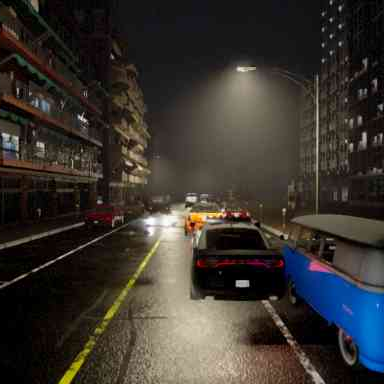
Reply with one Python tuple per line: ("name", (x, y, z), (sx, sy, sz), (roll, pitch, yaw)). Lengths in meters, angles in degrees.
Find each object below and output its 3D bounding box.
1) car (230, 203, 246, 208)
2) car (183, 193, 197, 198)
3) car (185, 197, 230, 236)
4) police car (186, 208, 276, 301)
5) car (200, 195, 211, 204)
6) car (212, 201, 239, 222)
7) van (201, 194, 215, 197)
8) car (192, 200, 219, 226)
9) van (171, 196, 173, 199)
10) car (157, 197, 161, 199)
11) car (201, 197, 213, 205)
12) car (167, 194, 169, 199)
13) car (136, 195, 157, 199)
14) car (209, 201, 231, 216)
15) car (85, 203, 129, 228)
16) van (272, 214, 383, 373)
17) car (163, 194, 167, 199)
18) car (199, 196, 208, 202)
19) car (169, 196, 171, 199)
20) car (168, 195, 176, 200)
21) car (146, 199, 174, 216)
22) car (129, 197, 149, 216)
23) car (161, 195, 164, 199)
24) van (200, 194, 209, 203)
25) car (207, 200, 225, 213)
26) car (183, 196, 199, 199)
("car", (2.682, 1.444, 21.972), (1.967, 1.590, 4.097), (0, 0, 0))
("car", (-0.004, 1.255, 57.888), (2.150, 2.045, 5.566), (0, 0, 0))
("car", (0.759, 1.355, 18.403), (2.097, 1.767, 4.553), (0, 0, 3))
("police car", (0.899, 1.425, 8.500), (1.930, 1.638, 5.238), (0, 0, 0))
("car", (2.678, 1.485, 66.185), (1.967, 1.590, 4.097), (0, 0, 0))
("car", (2.682, 1.533, 27.669), (1.752, 1.417, 4.829), (0, 0, 0))
("van", (2.679, 1.365, 49.606), (1.690, 1.788, 3.998), (0, 0, 0))
("car", (0.884, 1.462, 24.582), (1.801, 1.575, 5.366), (0, 0, 0))
("van", (-5.703, 1.395, 71.712), (1.690, 1.788, 3.998), (0, 0, 0))
("car", (-5.699, 1.569, 44.079), (2.008, 1.369, 4.403), (0, 0, 0))
("car", (2.680, 1.603, 60.659), (1.947, 1.339, 4.313), (0, 0, 0))
("car", (-5.700, 1.603, 60.658), (1.947, 1.339, 4.313), (0, 0, 0))
("car", (-5.701, 1.330, 38.552), (2.192, 1.841, 5.009), (0, 0, 0))
("car", (2.682, 1.593, 33.026), (1.802, 1.307, 4.206), (0, 0, 0))
("car", (-5.698, 1.549, 21.972), (1.887, 1.381, 4.507), (0, 0, 0))
("van", (2.683, 1.341, 5.392), (1.690, 1.788, 3.998), (0, 0, 0))
("car", (-5.701, 1.470, 55.131), (1.967, 1.590, 4.097), (0, 0, 0))
("car", (2.678, 1.588, 77.408), (1.752, 1.417, 4.829), (0, 0, 0))
("car", (-5.701, 1.590, 66.185), (1.887, 1.381, 4.507), (0, 0, 0))
("car", (-5.703, 1.658, 93.817), (1.947, 1.339, 4.313), (0, 0, 0))
("car", (-3.095, 1.611, 32.996), (1.895, 1.301, 4.718), (0, 0, 0))
("car", (-5.699, 1.536, 32.856), (1.752, 1.417, 4.829), (0, 0, 0))
("car", (-5.699, 1.575, 49.606), (2.008, 1.369, 4.403), (0, 0, 0))
("van", (2.677, 1.395, 71.713), (1.690, 1.788, 3.998), (0, 0, 0))
("car", (2.681, 1.596, 38.552), (1.802, 1.307, 4.206), (0, 0, 0))
("car", (0.016, 1.621, 45.048), (1.895, 1.301, 4.718), (0, 0, 1))
